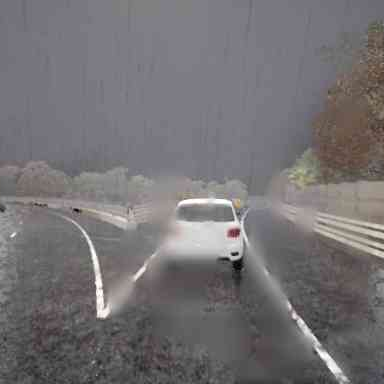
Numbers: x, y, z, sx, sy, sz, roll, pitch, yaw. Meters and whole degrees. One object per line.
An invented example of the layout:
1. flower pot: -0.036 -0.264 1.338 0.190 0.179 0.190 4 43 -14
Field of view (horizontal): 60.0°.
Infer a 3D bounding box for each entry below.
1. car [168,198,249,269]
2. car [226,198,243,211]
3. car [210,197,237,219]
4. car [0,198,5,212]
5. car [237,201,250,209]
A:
1. car: 0.514 1.234 11.415 2.150 2.045 5.566 0 0 4
2. car: 5.603 1.627 43.559 1.882 1.535 5.008 0 -1 11
3. car: 3.021 1.386 30.722 2.097 1.767 4.553 0 0 10
4. car: -22.917 1.333 38.229 2.097 1.767 4.553 0 0 -35
5. car: 10.430 2.720 67.139 2.033 1.411 5.357 0 -4 13
